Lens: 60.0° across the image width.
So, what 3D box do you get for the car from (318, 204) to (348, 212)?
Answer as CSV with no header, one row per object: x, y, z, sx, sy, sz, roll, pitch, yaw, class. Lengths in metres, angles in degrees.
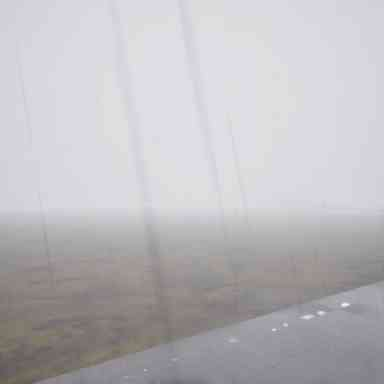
25.105,2.719,59.345,1.895,1.301,4.718,1,-1,-35,car
